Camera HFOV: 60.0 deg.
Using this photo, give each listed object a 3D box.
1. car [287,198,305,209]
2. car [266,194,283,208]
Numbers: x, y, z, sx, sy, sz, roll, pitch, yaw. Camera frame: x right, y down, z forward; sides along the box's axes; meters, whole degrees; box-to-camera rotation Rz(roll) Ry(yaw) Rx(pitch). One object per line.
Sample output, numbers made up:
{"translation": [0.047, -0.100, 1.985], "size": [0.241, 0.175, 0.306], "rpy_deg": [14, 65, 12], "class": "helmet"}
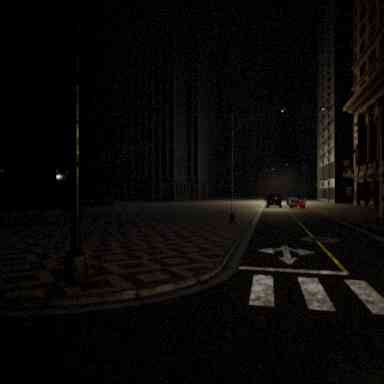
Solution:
{"translation": [14.495, 1.630, 45.926], "size": [1.895, 1.301, 4.718], "rpy_deg": [0, 0, 14], "class": "car"}
{"translation": [12.021, 1.251, 48.661], "size": [2.150, 2.045, 5.566], "rpy_deg": [0, 0, 13], "class": "car"}
